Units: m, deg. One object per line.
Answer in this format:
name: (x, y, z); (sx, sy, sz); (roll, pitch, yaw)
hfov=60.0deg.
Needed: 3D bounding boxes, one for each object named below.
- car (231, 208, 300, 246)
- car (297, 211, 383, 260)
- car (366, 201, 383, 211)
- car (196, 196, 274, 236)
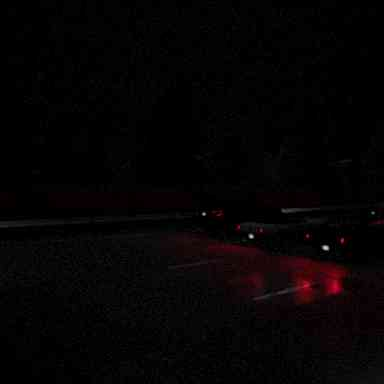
car: (4.332, 1.604, 15.441); (4.718, 1.301, 1.895); (0, 0, -35)
car: (6.348, 1.604, 12.580); (4.718, 1.301, 1.895); (0, 0, -35)
car: (16.708, 1.533, 28.596); (4.674, 1.442, 1.812); (0, 0, -36)
car: (2.804, 1.225, 18.647); (5.566, 2.045, 2.150); (0, 0, -35)
